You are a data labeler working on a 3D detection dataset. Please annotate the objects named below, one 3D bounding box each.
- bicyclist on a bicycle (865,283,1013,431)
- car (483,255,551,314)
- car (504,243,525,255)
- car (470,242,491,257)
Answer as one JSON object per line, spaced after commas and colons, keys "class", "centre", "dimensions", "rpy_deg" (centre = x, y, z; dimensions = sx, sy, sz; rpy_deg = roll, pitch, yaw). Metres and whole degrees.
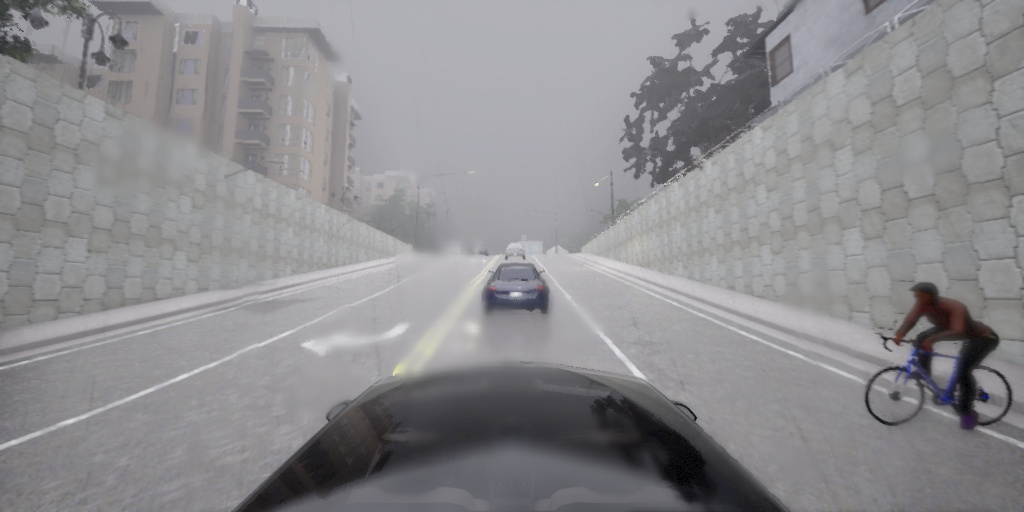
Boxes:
{"class": "bicyclist on a bicycle", "centre": [4.815, 1.125, 4.045], "dimensions": [1.656, 1.620, 0.582], "rpy_deg": [0, 1, 1]}
{"class": "car", "centre": [0.151, 0.899, 11.781], "dimensions": [1.994, 1.385, 4.181], "rpy_deg": [0, 4, 0]}
{"class": "car", "centre": [0.293, -0.532, 34.600], "dimensions": [1.812, 1.442, 4.674], "rpy_deg": [0, 4, 0]}
{"class": "car", "centre": [-3.314, -0.734, 37.767], "dimensions": [2.128, 1.511, 4.902], "rpy_deg": [0, 3, 1]}
